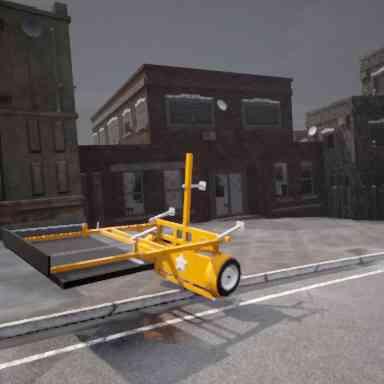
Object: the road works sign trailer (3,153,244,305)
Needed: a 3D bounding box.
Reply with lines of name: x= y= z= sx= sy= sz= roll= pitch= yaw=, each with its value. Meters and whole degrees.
road works sign trailer: x=-1.056 y=0.691 z=5.840 sx=3.560 sy=2.880 sz=2.380 roll=-2 pitch=7 yaw=-44
